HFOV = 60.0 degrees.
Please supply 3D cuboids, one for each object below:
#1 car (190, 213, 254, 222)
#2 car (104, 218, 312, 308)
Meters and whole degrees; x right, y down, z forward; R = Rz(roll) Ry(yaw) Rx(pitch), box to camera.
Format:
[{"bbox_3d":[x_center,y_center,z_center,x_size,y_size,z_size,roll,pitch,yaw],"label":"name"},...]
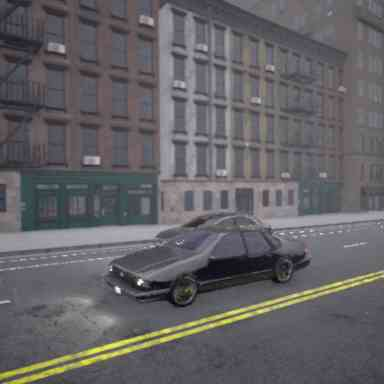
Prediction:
[{"bbox_3d":[0.932,1.560,12.333,4.892,1.490,1.837,1,0,-35],"label":"car"},{"bbox_3d":[0.698,1.583,8.173,5.357,1.411,2.033,0,0,-35],"label":"car"}]
